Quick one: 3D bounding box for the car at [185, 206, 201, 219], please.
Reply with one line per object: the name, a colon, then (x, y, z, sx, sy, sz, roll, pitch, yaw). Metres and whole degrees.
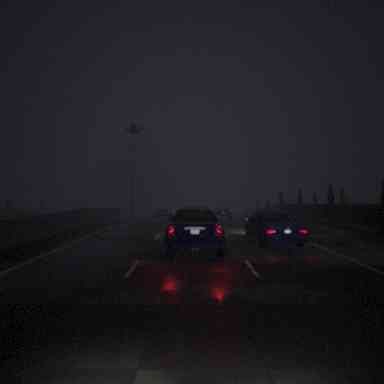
car: (0.094, 2.565, 40.941, 1.812, 1.442, 4.674, 0, -5, 0)

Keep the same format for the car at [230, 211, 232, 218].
car: (3.597, 2.498, 39.799, 1.994, 1.385, 4.181, 0, -5, 0)

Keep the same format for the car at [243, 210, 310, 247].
car: (3.599, 1.537, 15.017, 2.033, 1.411, 5.357, 0, 0, 0)

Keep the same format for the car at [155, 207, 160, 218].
car: (-3.403, 2.523, 40.486, 1.812, 1.442, 4.674, 0, -5, 0)

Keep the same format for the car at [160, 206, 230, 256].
car: (0.100, 1.343, 13.145, 2.097, 1.767, 4.553, 0, 0, 0)
